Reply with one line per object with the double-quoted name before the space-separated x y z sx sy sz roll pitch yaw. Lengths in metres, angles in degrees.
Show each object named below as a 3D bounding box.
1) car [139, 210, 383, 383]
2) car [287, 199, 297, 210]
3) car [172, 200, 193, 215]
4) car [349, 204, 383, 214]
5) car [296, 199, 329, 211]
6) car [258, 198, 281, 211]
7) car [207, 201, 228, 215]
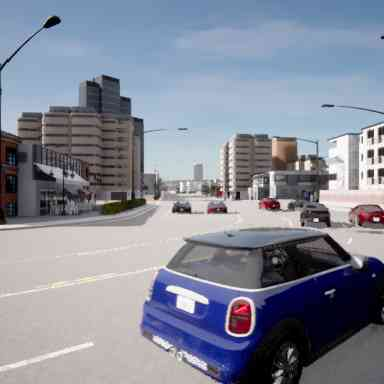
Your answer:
"car" 1.496 1.351 5.366 4.553 1.767 2.097 0 0 -42
"car" 13.097 1.565 40.619 1.994 1.385 4.181 0 0 -1
"car" -0.961 1.565 34.167 1.994 1.385 4.181 0 0 2
"car" 11.982 1.525 22.745 1.812 1.442 4.674 0 0 15
"car" 8.555 1.506 23.422 1.837 1.490 4.892 0 0 16
"car" 9.585 1.478 41.433 1.882 1.535 5.008 0 0 -1
"car" 2.564 1.565 34.030 1.994 1.385 4.181 0 0 1
